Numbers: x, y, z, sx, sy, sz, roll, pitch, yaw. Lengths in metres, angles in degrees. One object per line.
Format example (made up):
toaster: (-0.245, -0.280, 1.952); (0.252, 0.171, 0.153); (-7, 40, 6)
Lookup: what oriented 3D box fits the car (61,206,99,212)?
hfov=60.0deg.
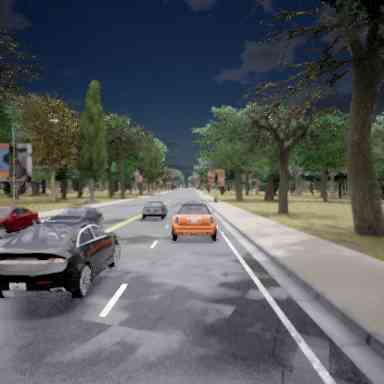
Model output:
car: (-6.543, 1.544, 19.093); (2.033, 1.411, 5.357); (0, 0, 0)

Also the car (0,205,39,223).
car: (-9.807, 1.475, 17.310); (1.882, 1.535, 5.008); (0, 0, 0)

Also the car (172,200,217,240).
car: (0.107, 1.349, 17.199); (2.097, 1.767, 4.553); (0, 0, 0)

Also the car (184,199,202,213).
car: (0.115, 1.555, 38.055); (1.895, 1.301, 4.718); (0, 0, 0)

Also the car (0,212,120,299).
car: (-3.147, 1.491, 8.433); (2.128, 1.511, 4.902); (0, 0, 0)

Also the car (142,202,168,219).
car: (-3.139, 1.534, 28.673); (2.033, 1.411, 5.357); (0, 0, 0)
